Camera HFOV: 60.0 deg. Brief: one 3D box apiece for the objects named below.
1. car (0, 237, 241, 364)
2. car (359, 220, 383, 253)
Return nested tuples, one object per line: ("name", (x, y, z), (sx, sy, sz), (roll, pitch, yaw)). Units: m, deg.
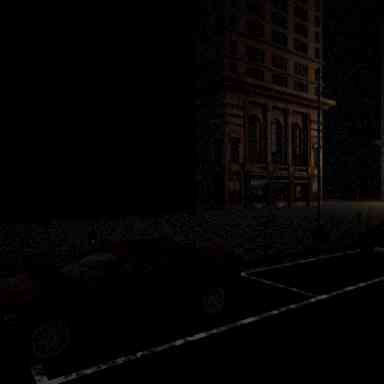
("car", (-1.138, 1.544, 5.847), (4.507, 1.381, 1.887), (0, 0, -36))
("car", (8.030, 1.564, 12.421), (4.313, 1.339, 1.947), (0, 0, -36))
